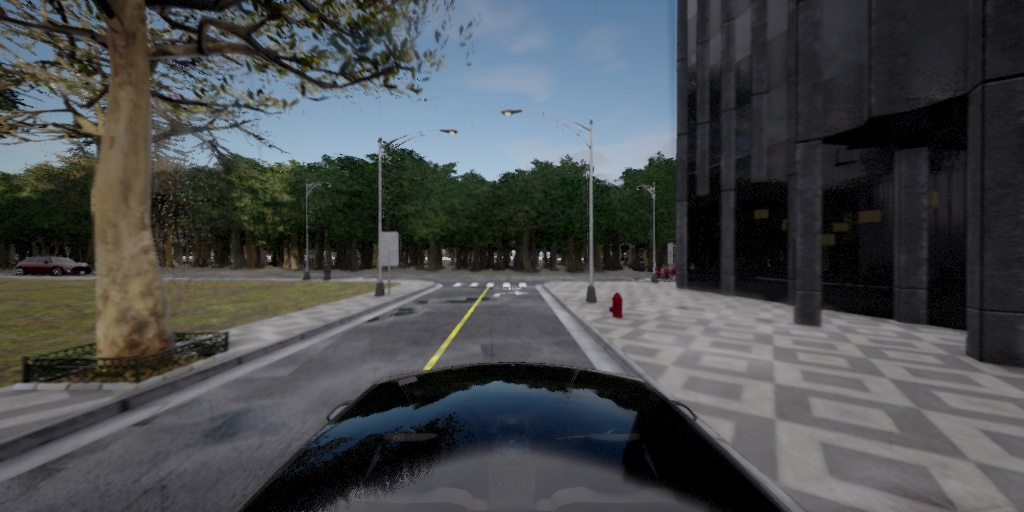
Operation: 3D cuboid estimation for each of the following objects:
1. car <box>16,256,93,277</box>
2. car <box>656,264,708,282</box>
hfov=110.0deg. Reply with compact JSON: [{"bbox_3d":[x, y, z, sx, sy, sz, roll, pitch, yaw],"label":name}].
[{"bbox_3d":[-38.529,0.800,30.291,4.553,1.767,2.097,0,0,0],"label":"car"},{"bbox_3d":[14.886,1.382,30.503,5.008,1.535,1.882,1,0,0],"label":"car"}]
